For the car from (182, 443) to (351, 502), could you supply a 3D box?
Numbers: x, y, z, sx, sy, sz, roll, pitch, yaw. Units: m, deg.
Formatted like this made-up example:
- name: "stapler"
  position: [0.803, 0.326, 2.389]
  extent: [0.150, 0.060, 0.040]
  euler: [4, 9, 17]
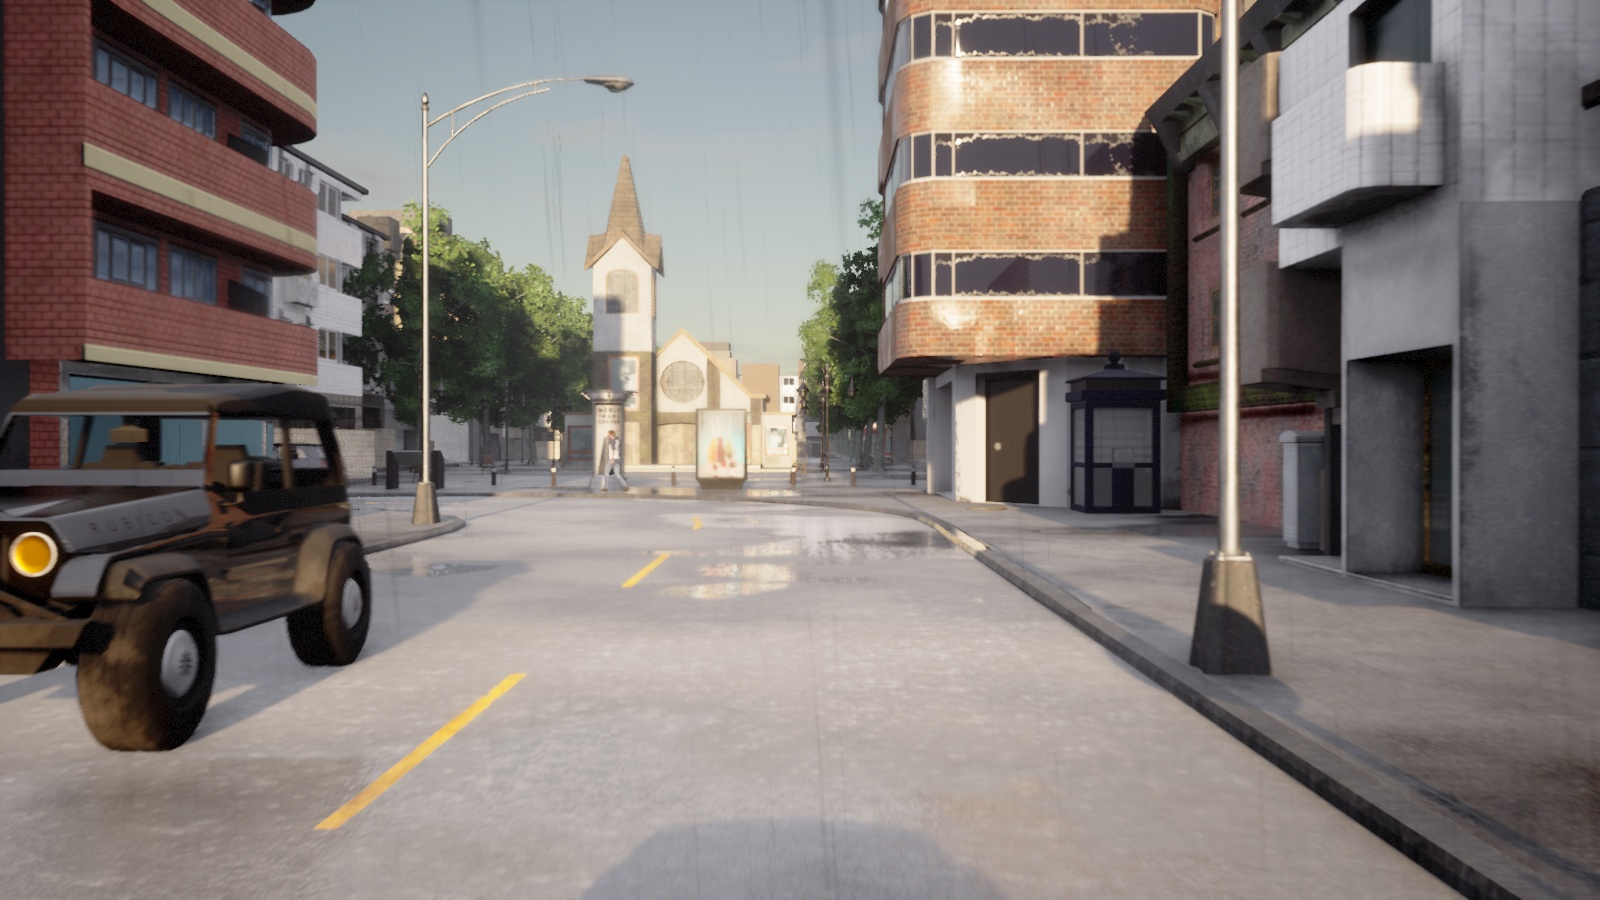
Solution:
- name: "car"
  position: [-13.946, 0.563, 32.970]
  extent: [3.633, 1.501, 1.845]
  euler: [0, 0, 3]

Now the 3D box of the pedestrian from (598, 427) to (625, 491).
- name: "pedestrian"
  position: [-5.399, 0.250, 35.964]
  extent: [0.706, 1.836, 0.354]
  euler: [0, 0, 14]

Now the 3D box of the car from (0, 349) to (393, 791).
- name: "car"
  position: [-3.943, 0.498, 7.266]
  extent: [1.905, 1.878, 3.866]
  euler: [0, 0, 0]
